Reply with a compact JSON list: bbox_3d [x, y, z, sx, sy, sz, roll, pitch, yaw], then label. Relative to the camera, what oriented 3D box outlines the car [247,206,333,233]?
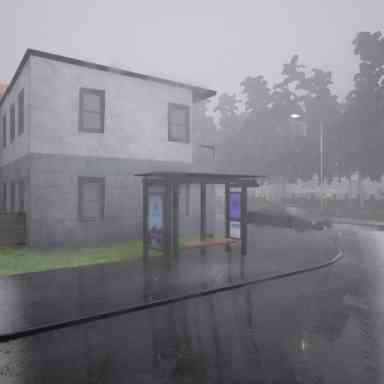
[{"bbox_3d":[5.634,1.547,20.046,2.033,1.411,5.357,0,0,-35],"label":"car"}]

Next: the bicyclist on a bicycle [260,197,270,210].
[{"bbox_3d":[7.145,1.349,32.428,1.656,1.620,0.582,0,0,-35],"label":"bicyclist on a bicycle"}]
